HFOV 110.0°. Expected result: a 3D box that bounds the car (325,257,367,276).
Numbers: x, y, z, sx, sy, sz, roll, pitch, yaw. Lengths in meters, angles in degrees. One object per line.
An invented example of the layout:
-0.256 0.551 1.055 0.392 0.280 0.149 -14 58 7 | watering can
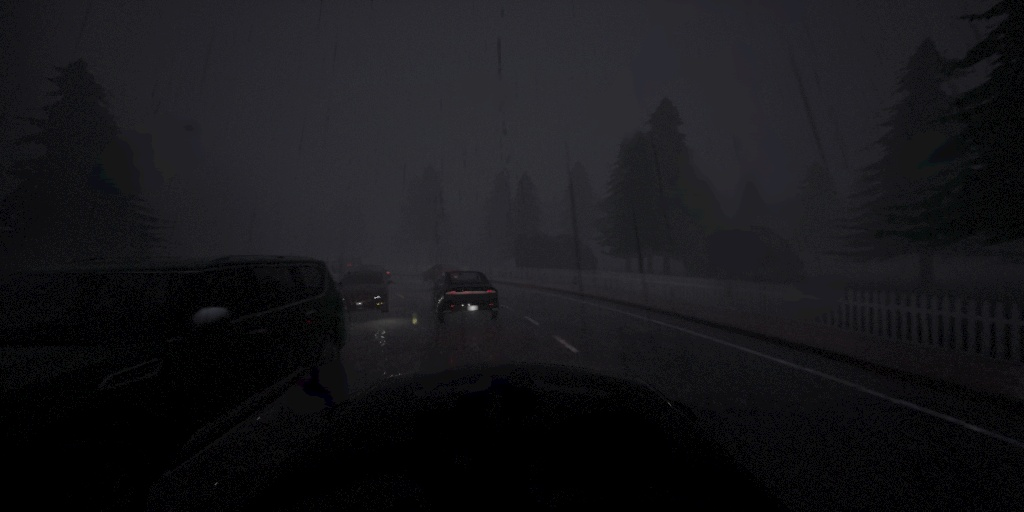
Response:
-18.977 1.156 40.837 5.566 2.045 2.150 -1 0 39 | car

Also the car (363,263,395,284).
-12.216 1.416 30.491 2.033 1.411 5.357 -1 0 -44 | car

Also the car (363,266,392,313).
-5.763 1.311 14.016 1.837 1.490 4.892 -1 0 -18 | car

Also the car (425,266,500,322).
-1.740 1.258 12.445 2.128 1.511 4.902 0 0 -15 | car

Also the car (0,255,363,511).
-3.702 1.009 3.787 2.150 2.045 5.566 -1 0 -4 | car

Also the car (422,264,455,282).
-5.335 1.326 27.601 1.812 1.442 4.674 0 0 -35 | car
